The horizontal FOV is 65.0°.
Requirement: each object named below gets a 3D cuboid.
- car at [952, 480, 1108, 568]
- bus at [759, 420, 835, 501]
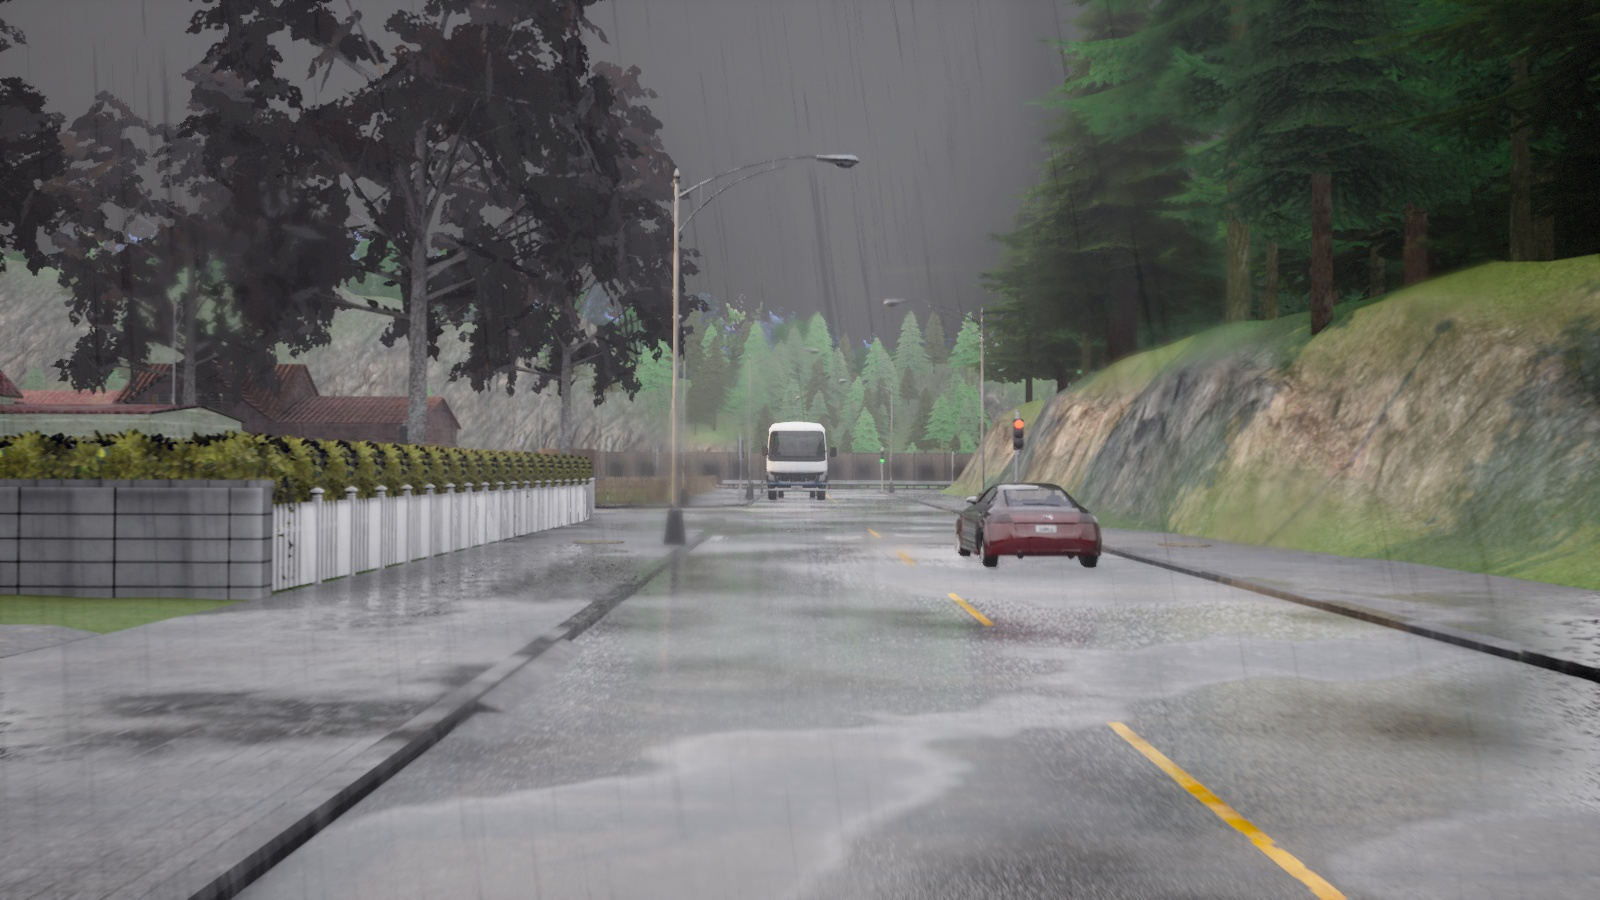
[{"bbox_3d":[3.949,1.236,22.292,1.994,1.385,4.181,0,-1,0],"label":"car"},{"bbox_3d":[-0.169,0.626,70.900,3.944,4.253,10.273,0,-1,0],"label":"bus"}]
